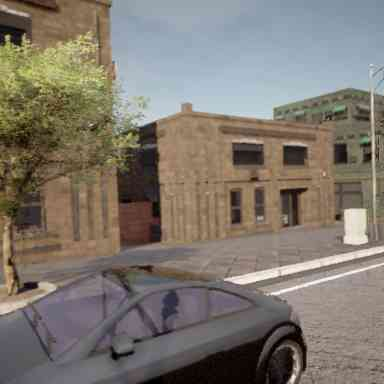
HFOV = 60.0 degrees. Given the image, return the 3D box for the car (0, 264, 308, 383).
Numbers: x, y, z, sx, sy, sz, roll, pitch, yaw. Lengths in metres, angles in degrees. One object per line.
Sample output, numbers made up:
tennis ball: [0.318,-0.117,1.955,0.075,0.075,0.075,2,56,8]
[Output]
car: [-0.706,1.562,3.487,4.181,1.385,1.994,0,0,-35]
